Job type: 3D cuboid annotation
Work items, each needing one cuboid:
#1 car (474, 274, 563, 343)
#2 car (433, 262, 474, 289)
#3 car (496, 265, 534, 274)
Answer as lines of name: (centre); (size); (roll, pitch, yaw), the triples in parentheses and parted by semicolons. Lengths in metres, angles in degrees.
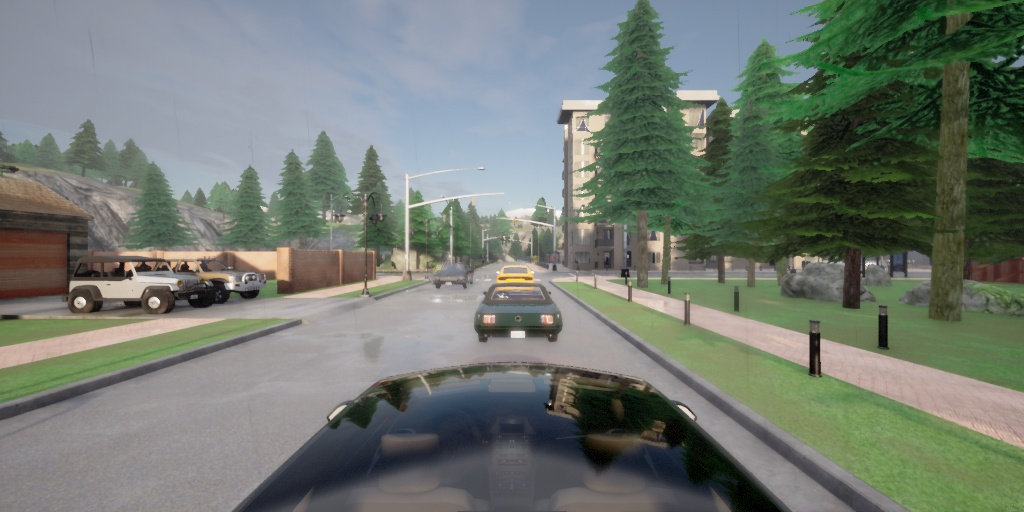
car: (0.145, 1.351, 9.700); (1.895, 1.301, 4.718); (0, 0, 0)
car: (-3.413, 1.095, 22.014); (2.033, 1.411, 5.357); (0, 0, 0)
car: (0.174, 1.227, 19.040); (1.882, 1.535, 5.008); (0, 0, 0)
